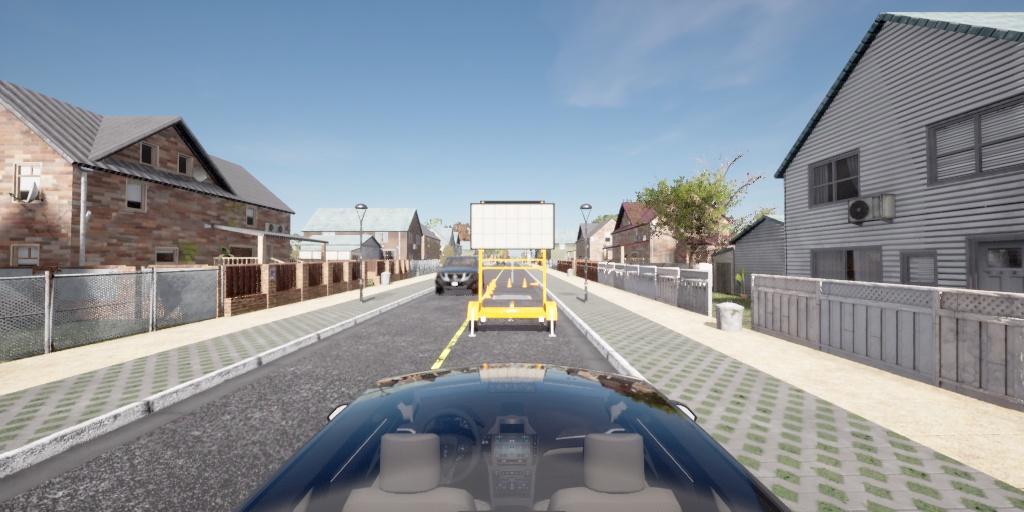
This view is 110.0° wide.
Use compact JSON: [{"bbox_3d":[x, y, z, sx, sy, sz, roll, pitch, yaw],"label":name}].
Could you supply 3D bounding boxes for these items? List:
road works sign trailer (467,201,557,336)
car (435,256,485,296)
[{"bbox_3d":[0.014,0.220,10.344,2.380,3.560,2.880,0,0,0],"label":"road works sign trailer"},{"bbox_3d":[-2.749,0.990,19.990,2.150,2.045,5.566,0,0,0],"label":"car"}]
